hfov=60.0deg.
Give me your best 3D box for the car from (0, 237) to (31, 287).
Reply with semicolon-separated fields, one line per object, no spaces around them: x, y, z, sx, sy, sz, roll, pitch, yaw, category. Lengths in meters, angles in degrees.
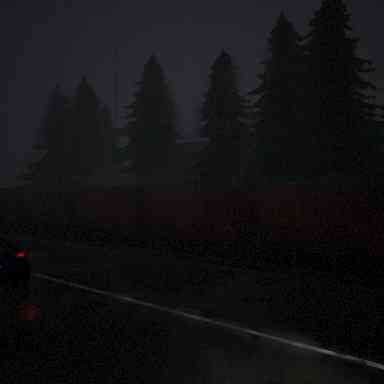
-5.835;1.563;8.150;4.181;1.385;1.994;0;0;35;car
